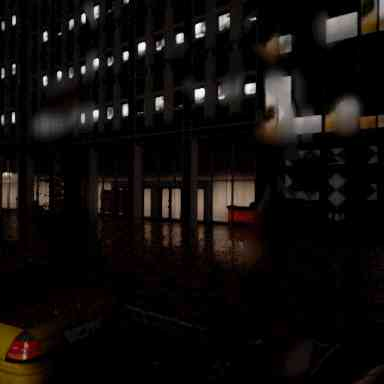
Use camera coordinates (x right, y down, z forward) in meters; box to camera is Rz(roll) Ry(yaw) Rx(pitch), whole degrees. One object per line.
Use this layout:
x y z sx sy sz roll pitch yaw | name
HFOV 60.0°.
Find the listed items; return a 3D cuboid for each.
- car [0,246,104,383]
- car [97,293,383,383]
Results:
-3.085 1.518 5.075 4.829 1.417 1.752 0 1 36 | car
1.673 1.441 1.666 4.097 1.590 1.967 0 1 36 | car
